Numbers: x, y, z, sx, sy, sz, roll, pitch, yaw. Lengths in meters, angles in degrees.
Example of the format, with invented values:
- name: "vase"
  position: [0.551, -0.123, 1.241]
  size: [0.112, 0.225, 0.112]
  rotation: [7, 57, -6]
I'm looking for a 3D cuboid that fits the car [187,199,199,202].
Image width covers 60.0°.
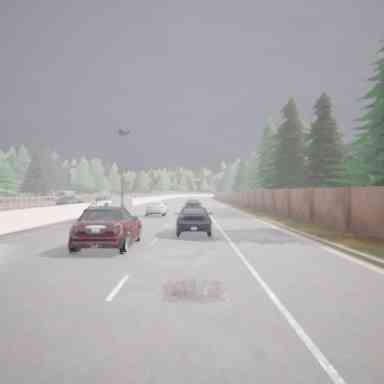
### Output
- name: "car"
  position: [0.103, 1.580, 36.678]
  size: [1.837, 1.490, 4.892]
  rotation: [0, 0, 0]

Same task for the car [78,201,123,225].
- name: "car"
  position: [-6.897, 1.544, 25.684]
  size: [2.128, 1.511, 4.902]
  rotation: [0, 0, 0]

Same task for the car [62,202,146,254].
- name: "car"
  position: [-3.398, 1.381, 13.840]
  size: [2.097, 1.767, 4.553]
  rotation: [0, 0, 0]

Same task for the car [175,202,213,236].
- name: "car"
  position: [0.100, 1.543, 18.650]
  size: [1.837, 1.490, 4.892]
  rotation: [0, 0, 0]

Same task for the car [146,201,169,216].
- name: "car"
  position: [-3.410, 1.593, 32.761]
  size: [1.812, 1.442, 4.674]
  rotation: [0, 0, 0]
